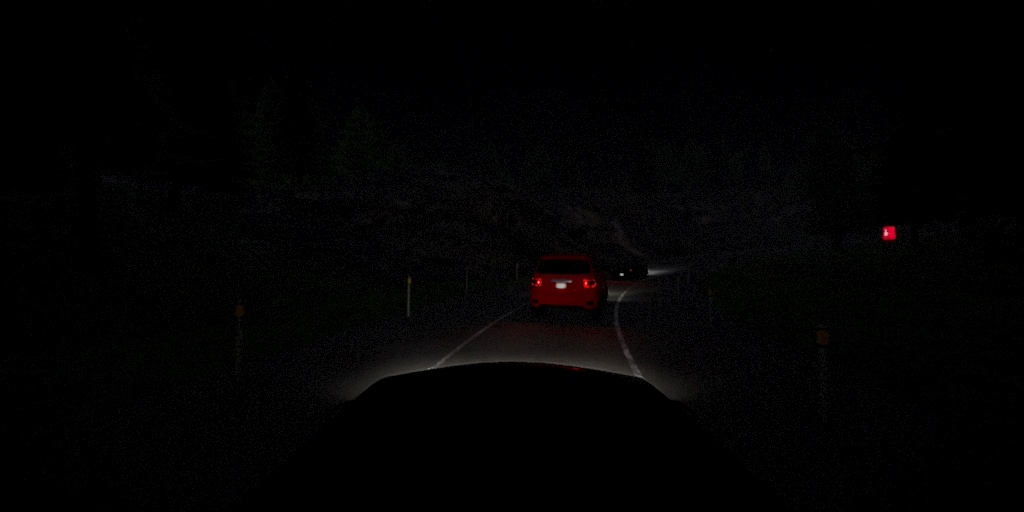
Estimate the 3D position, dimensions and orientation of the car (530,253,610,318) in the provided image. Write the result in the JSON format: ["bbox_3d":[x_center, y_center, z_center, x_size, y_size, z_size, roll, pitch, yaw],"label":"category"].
[{"bbox_3d":[2.223,0.912,12.969,2.150,2.045,5.566,0,1,17],"label":"car"}]

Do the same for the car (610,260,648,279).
[{"bbox_3d":[8.982,0.951,27.305,1.895,1.301,4.718,0,2,33],"label":"car"}]
